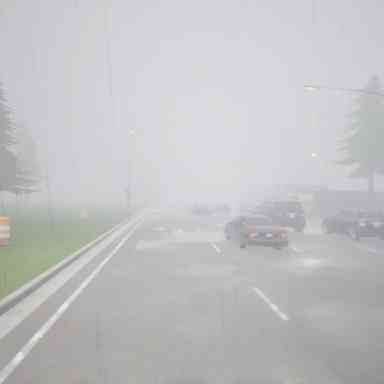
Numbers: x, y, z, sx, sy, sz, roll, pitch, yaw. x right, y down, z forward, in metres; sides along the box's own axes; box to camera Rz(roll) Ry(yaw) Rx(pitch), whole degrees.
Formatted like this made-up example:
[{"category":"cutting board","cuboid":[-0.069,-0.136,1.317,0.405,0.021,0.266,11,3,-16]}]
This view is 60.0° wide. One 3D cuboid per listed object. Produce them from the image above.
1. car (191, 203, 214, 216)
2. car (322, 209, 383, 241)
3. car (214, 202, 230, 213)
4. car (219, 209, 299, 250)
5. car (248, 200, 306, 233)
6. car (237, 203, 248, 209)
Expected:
[{"category":"car","cuboid":[0.922,1.940,37.622,1.895,1.301,4.718,2,0,-5]},{"category":"car","cuboid":[9.497,1.780,19.510,2.097,1.767,4.553,2,0,-5]},{"category":"car","cuboid":[3.894,2.000,43.968,1.812,1.442,4.674,2,0,-5]},{"category":"car","cuboid":[2.807,1.755,15.525,2.033,1.411,5.357,2,0,-5]},{"category":"car","cuboid":[5.736,1.569,22.484,2.150,2.045,5.566,2,0,-5]},{"category":"car","cuboid":[7.350,2.141,44.612,1.994,1.385,4.181,2,0,-5]}]
